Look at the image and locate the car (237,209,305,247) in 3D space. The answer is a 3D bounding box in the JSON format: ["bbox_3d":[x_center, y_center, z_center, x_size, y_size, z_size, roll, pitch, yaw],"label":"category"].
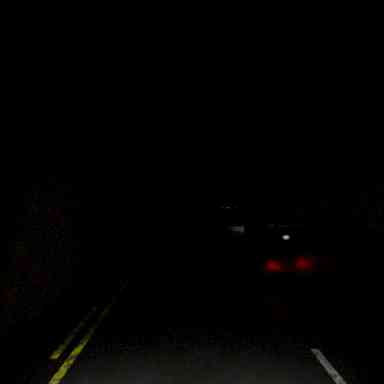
[{"bbox_3d":[3.600,1.517,15.145,2.128,1.511,4.902,0,0,0],"label":"car"}]

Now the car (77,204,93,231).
[{"bbox_3d":[-7.099,1.526,20.781,2.128,1.511,4.902,0,0,0],"label":"car"}]

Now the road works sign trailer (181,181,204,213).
[{"bbox_3d":[0.000,0.527,37.708,2.380,3.560,2.880,0,0,0],"label":"road works sign trailer"}]

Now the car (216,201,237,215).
[{"bbox_3d":[3.600,1.606,34.838,2.033,1.411,5.357,0,0,0],"label":"car"}]
